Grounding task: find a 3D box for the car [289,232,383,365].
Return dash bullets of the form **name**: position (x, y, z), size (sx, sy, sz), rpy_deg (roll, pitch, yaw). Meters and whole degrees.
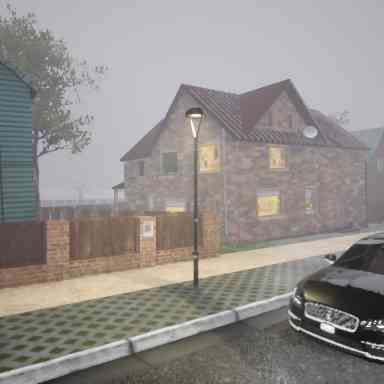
- **car**: position (3.695, 1.506, 5.742), size (4.892, 1.490, 1.837), rpy_deg (0, 0, -37)
